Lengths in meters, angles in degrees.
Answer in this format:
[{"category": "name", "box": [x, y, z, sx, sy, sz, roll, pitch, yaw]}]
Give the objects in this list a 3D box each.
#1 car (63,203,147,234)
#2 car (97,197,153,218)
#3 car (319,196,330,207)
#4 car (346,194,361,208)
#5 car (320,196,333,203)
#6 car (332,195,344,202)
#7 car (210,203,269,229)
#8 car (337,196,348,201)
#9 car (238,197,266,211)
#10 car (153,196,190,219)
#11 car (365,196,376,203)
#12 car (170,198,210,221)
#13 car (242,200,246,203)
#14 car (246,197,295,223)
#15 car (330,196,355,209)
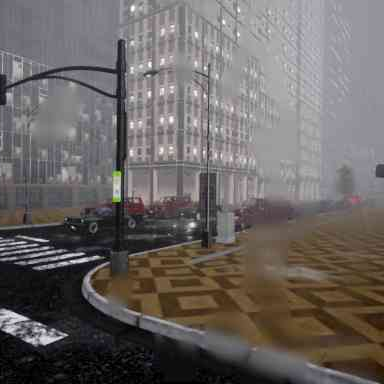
[{"category": "car", "box": [-5.164, 1.595, 19.747, 1.895, 1.301, 4.718, 1, 1, 35]}, {"category": "car", "box": [-5.498, 1.275, 23.794, 2.192, 1.841, 5.009, 1, 0, 35]}, {"category": "car", "box": [21.422, 1.655, 52.285, 1.994, 1.385, 4.181, 1, 1, 35]}, {"category": "car", "box": [25.388, 1.366, 52.881, 2.150, 2.045, 5.566, 1, 1, 35]}, {"category": "car", "box": [29.833, 1.617, 73.548, 1.802, 1.307, 4.206, 1, 1, 35]}, {"category": "car", "box": [36.140, 1.571, 82.468, 1.752, 1.417, 4.829, 1, 1, 35]}, {"category": "car", "box": [3.223, 1.668, 22.038, 1.802, 1.307, 4.206, 1, 0, 35]}, {"category": "car", "box": [39.425, 1.624, 87.115, 1.947, 1.339, 4.313, 1, 1, 35]}, {"category": "car", "box": [7.658, 1.431, 42.293, 1.967, 1.590, 4.097, 1, 0, 35]}, {"category": "car", "box": [-1.843, 1.283, 28.964, 2.192, 1.841, 5.009, 1, 0, 35]}, {"category": "car", "box": [39.470, 1.598, 73.528, 1.967, 1.590, 4.097, 1, 1, 35]}, {"category": "car", "box": [0.690, 1.486, 28.054, 1.882, 1.535, 5.008, 1, 1, 35]}, {"category": "car", "box": [6.808, 1.624, 31.607, 1.994, 1.385, 4.181, 1, 1, 35]}, {"category": "car", "box": [6.712, 1.409, 26.966, 2.192, 1.841, 5.009, 1, 0, 35]}, {"category": "car", "box": [21.361, 1.656, 47.119, 1.812, 1.442, 4.674, 1, 1, 35]}]
